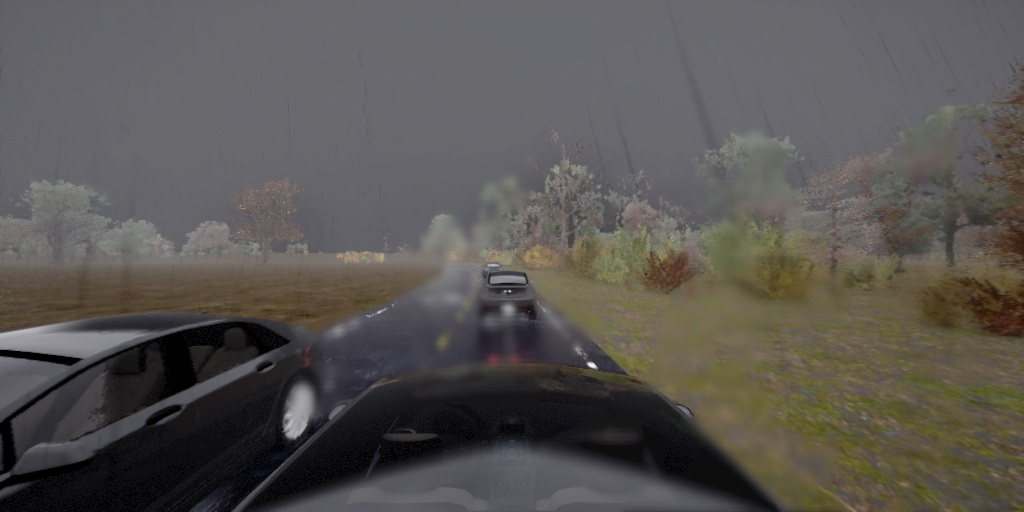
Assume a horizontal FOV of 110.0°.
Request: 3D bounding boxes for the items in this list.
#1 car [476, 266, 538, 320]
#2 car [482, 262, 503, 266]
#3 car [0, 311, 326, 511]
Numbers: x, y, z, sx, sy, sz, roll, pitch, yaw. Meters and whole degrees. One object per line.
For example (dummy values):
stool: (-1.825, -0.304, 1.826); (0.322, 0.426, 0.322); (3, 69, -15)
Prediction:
car: (-0.185, 1.254, 12.557); (1.837, 1.490, 4.892); (0, 0, -2)
car: (-1.787, 1.275, 33.396); (1.812, 1.442, 4.674); (0, 0, -6)
car: (-3.150, 1.260, 2.404); (1.837, 1.490, 4.892); (0, 0, 0)
